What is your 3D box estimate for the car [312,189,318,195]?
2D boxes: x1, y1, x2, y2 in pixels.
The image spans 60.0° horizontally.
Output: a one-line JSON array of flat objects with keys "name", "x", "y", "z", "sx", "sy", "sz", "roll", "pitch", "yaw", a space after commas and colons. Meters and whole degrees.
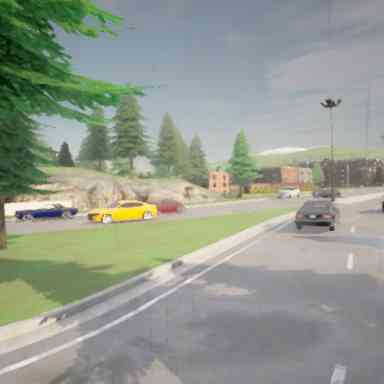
[{"name": "car", "x": 22.431, "y": 0.155, "z": 57.924, "sx": 2.128, "sy": 1.511, "sz": 4.902, "roll": -1, "pitch": 1, "yaw": 40}]

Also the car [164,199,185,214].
[{"name": "car", "x": -2.683, "y": 1.310, "z": 29.713, "sx": 4.181, "sy": 1.385, "sz": 1.994, "roll": -2, "pitch": 1, "yaw": -37}]

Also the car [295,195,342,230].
[{"name": "car", "x": 6.826, "y": 1.143, "z": 17.793, "sx": 2.033, "sy": 1.411, "sz": 5.357, "roll": -1, "pitch": 1, "yaw": 28}]

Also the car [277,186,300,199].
[{"name": "car", "x": 16.285, "y": 0.093, "z": 55.944, "sx": 2.150, "sy": 2.045, "sz": 5.566, "roll": -1, "pitch": 1, "yaw": 40}]

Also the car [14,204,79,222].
[{"name": "car", "x": -11.961, "y": 1.654, "z": 27.329, "sx": 4.718, "sy": 1.301, "sz": 1.895, "roll": -2, "pitch": 1, "yaw": -34}]

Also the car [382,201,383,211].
[{"name": "car", "x": 16.039, "y": 0.827, "z": 25.721, "sx": 1.895, "sy": 1.301, "sz": 4.718, "roll": -1, "pitch": 1, "yaw": 37}]

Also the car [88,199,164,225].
[{"name": "car", "x": -4.885, "y": 1.358, "z": 23.793, "sx": 5.008, "sy": 1.535, "sz": 1.882, "roll": -2, "pitch": 1, "yaw": -36}]

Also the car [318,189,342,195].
[{"name": "car", "x": 21.787, "y": 0.260, "z": 51.626, "sx": 1.837, "sy": 1.490, "sz": 4.892, "roll": -1, "pitch": 1, "yaw": 39}]
